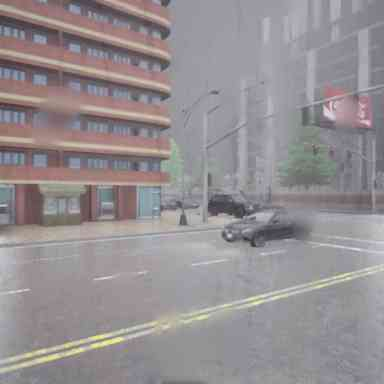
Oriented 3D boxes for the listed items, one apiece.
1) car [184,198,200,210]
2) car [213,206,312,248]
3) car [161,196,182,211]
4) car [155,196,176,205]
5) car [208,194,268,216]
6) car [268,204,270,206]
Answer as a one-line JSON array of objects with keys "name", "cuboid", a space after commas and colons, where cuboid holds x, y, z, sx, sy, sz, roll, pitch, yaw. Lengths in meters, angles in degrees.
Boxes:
[{"name": "car", "cuboid": [-0.964, 1.508, 42.459, 2.128, 1.511, 4.902, 0, 0, -35]}, {"name": "car", "cuboid": [3.461, 1.533, 14.887, 4.674, 1.442, 1.812, 0, 0, -34]}, {"name": "car", "cuboid": [-3.675, 1.364, 40.226, 2.097, 1.767, 4.553, 0, 0, -35]}, {"name": "car", "cuboid": [-4.918, 1.546, 60.662, 1.812, 1.442, 4.674, 0, 0, -35]}, {"name": "car", "cuboid": [3.723, 1.235, 29.661, 2.150, 2.045, 5.566, 0, 0, -35]}, {"name": "car", "cuboid": [6.565, 1.616, 31.706, 1.895, 1.301, 4.718, 0, 0, -35]}]
